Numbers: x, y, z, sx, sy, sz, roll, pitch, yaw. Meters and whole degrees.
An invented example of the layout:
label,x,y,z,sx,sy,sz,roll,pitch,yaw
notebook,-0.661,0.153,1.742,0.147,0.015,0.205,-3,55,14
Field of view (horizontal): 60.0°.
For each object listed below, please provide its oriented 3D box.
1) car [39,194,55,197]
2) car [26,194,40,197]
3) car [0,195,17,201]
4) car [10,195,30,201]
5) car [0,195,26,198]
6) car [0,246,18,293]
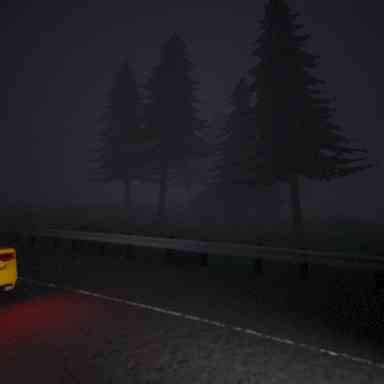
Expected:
label,x,y,z,sx,sy,sz,roll,pitch,yaw
car,-34.600,1.461,81.014,1.994,1.385,4.181,0,0,2
car,-38.086,1.260,81.076,2.097,1.767,4.553,0,0,-1
car,-45.090,1.423,81.010,2.033,1.411,5.357,0,0,-1
car,-41.600,1.427,80.344,2.128,1.511,4.902,0,0,2
car,-36.045,1.443,65.903,2.128,1.511,4.902,0,0,14
car,-5.985,1.467,7.280,5.008,1.535,1.882,0,0,30
